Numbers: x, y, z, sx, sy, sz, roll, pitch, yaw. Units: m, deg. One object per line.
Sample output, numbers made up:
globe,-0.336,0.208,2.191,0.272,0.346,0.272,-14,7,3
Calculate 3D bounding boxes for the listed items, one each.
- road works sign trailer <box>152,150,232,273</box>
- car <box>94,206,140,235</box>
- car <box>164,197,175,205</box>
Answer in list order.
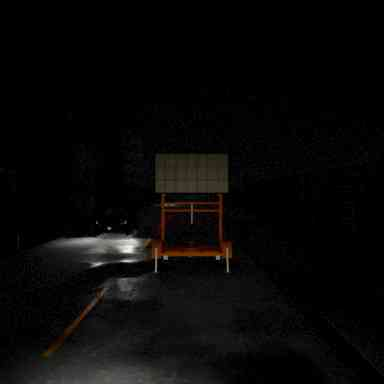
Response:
road works sign trailer,-0.004,0.464,10.652,2.380,3.560,2.880,0,0,0
car,-4.107,1.526,18.842,1.812,1.442,4.674,0,0,0
car,-4.094,1.547,59.851,2.033,1.411,5.357,0,0,0
